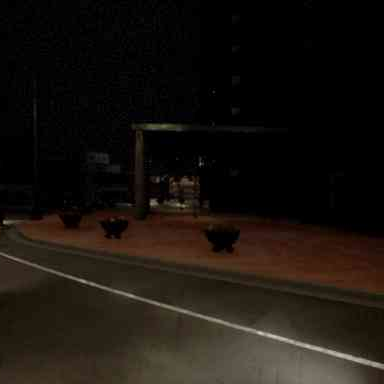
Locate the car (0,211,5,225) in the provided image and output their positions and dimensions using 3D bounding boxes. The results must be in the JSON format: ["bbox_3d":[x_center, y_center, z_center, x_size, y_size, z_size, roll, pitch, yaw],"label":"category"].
[{"bbox_3d":[-13.369,1.508,20.915,1.994,1.385,4.181,0,0,-13],"label":"car"}]

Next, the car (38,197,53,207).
[{"bbox_3d":[-20.182,1.378,49.435,5.008,1.535,1.882,-1,1,-44],"label":"car"}]

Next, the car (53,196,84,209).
[{"bbox_3d":[-15.487,1.271,42.860,2.097,1.767,4.553,0,0,2],"label":"car"}]

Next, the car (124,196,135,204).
[{"bbox_3d":[-10.519,1.417,61.643,1.837,1.490,4.892,0,1,35],"label":"car"}]
